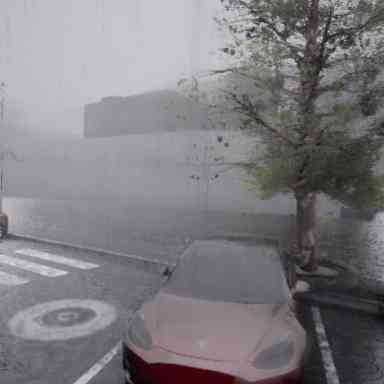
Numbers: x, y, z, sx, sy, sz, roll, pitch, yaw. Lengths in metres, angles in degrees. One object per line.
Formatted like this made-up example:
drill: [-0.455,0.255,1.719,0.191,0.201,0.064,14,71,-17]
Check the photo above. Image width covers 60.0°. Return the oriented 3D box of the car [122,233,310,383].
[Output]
car: [0.675,1.495,5.287,2.163,1.488,4.792,2,0,15]

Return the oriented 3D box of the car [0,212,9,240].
car: [-9.096,1.232,12.258,2.163,1.488,4.792,2,0,15]
